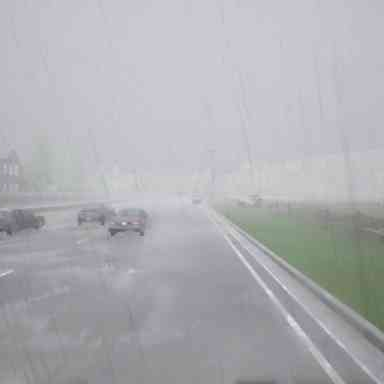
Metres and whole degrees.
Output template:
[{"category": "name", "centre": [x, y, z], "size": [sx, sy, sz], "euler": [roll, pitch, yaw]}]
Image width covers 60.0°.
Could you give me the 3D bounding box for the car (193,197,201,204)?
[{"category": "car", "centre": [1.067, 1.902, 77.195], "size": [1.812, 1.442, 4.674], "euler": [0, 0, 0]}]

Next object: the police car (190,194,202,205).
[{"category": "police car", "centre": [1.064, 1.753, 67.305], "size": [1.930, 1.638, 5.238], "euler": [0, 0, 0]}]

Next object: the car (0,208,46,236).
[{"category": "car", "centre": [-10.396, 1.642, 19.139], "size": [2.033, 1.411, 5.357], "euler": [0, 0, 0]}]

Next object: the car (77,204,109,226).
[{"category": "car", "centre": [-6.895, 1.612, 24.499], "size": [2.128, 1.511, 4.902], "euler": [0, 0, 0]}]

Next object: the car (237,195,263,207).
[{"category": "car", "centre": [8.932, 1.462, 51.199], "size": [3.866, 1.878, 1.905], "euler": [0, 0, 0]}]

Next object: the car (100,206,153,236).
[{"category": "car", "centre": [-3.395, 1.642, 19.126], "size": [2.033, 1.411, 5.357], "euler": [0, 0, 0]}]
